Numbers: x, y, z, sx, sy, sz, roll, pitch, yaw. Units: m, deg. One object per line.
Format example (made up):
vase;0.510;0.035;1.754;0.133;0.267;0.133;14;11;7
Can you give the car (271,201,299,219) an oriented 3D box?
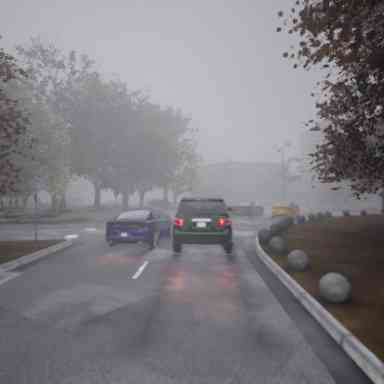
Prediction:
car;8.583;1.599;30.462;1.882;1.535;5.008;0;0;25

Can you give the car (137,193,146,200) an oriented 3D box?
car;-12.482;1.746;94.588;4.553;1.767;2.185;0;0;-14

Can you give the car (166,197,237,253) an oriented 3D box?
car;0.533;1.194;13.782;2.150;2.045;5.566;0;0;5

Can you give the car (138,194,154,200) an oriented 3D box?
car;-11.227;1.903;89.299;4.792;1.488;2.163;0;0;-14

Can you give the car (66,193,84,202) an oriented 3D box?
car;-31.164;1.645;86.211;4.553;1.767;2.185;0;0;-14

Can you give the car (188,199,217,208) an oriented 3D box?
car;1.713;1.912;56.030;4.718;1.301;1.895;0;-1;39

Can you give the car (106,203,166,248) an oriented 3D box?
car;-2.125;1.449;14.794;1.882;1.535;5.008;0;0;9

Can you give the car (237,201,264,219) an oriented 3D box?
car;5.210;1.591;30.730;1.882;1.535;5.008;0;0;27

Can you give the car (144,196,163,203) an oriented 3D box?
car;-5.837;1.829;57.890;1.812;1.442;4.674;0;0;-44
